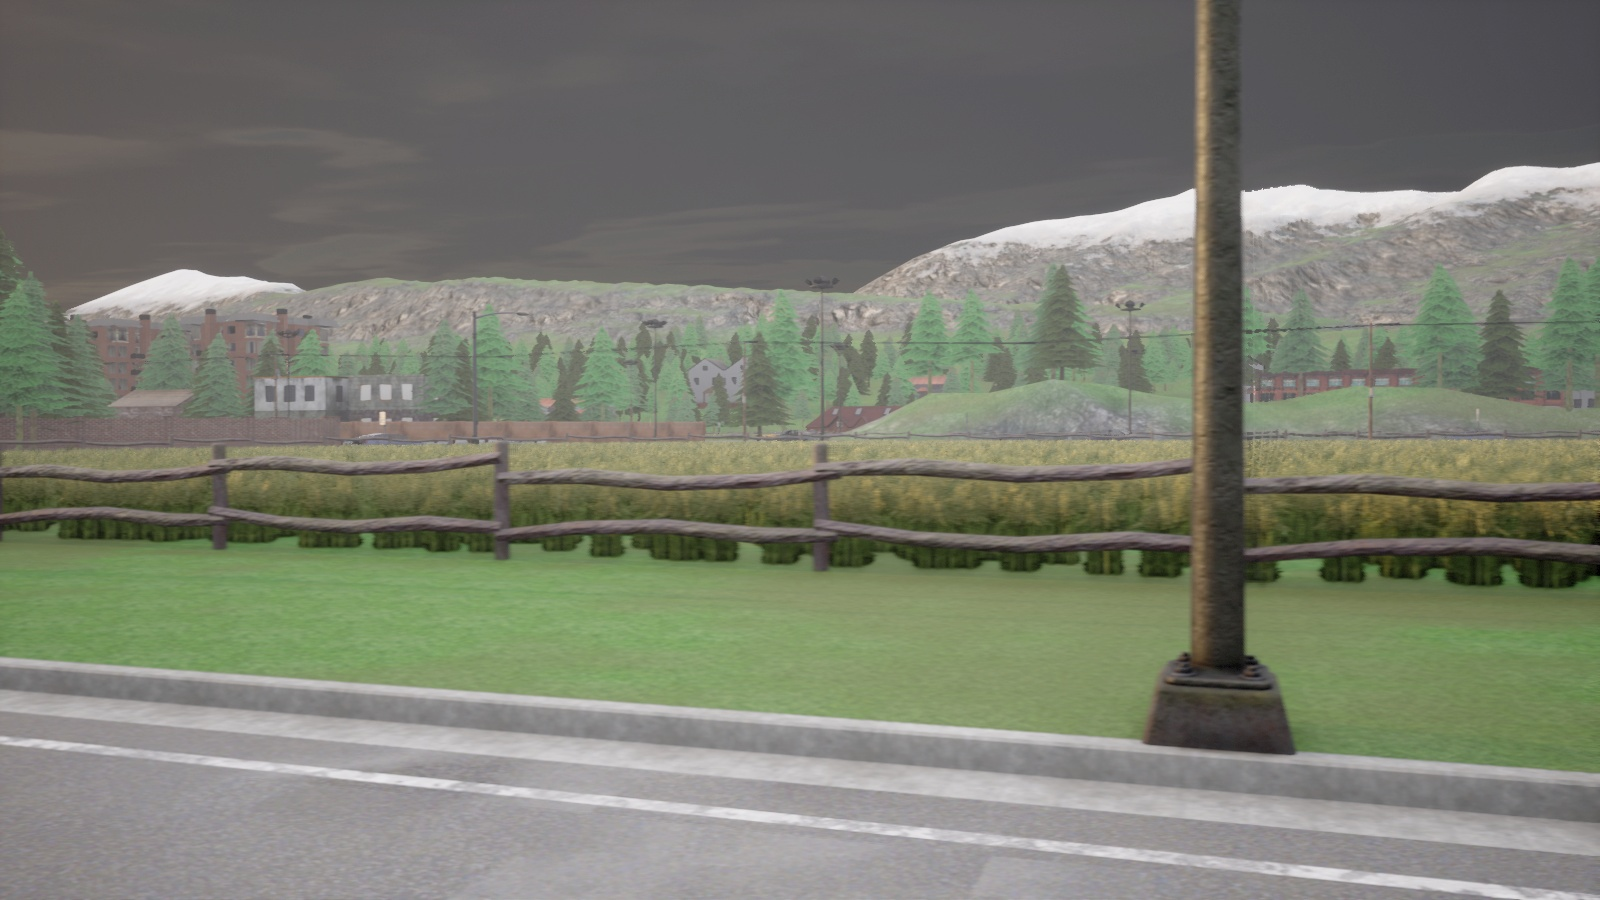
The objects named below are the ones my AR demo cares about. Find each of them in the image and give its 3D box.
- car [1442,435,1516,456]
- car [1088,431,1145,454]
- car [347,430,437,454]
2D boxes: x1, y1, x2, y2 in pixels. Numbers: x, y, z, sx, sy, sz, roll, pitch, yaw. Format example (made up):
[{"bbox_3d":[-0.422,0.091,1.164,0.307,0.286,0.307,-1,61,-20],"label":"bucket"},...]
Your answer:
[{"bbox_3d":[46.380,-0.310,85.833,4.181,1.385,1.994,0,1,18],"label":"car"},{"bbox_3d":[21.815,-0.500,86.599,3.705,1.549,1.789,0,1,18],"label":"car"},{"bbox_3d":[-25.196,-0.512,77.655,2.163,1.488,4.792,1,1,44],"label":"car"}]
